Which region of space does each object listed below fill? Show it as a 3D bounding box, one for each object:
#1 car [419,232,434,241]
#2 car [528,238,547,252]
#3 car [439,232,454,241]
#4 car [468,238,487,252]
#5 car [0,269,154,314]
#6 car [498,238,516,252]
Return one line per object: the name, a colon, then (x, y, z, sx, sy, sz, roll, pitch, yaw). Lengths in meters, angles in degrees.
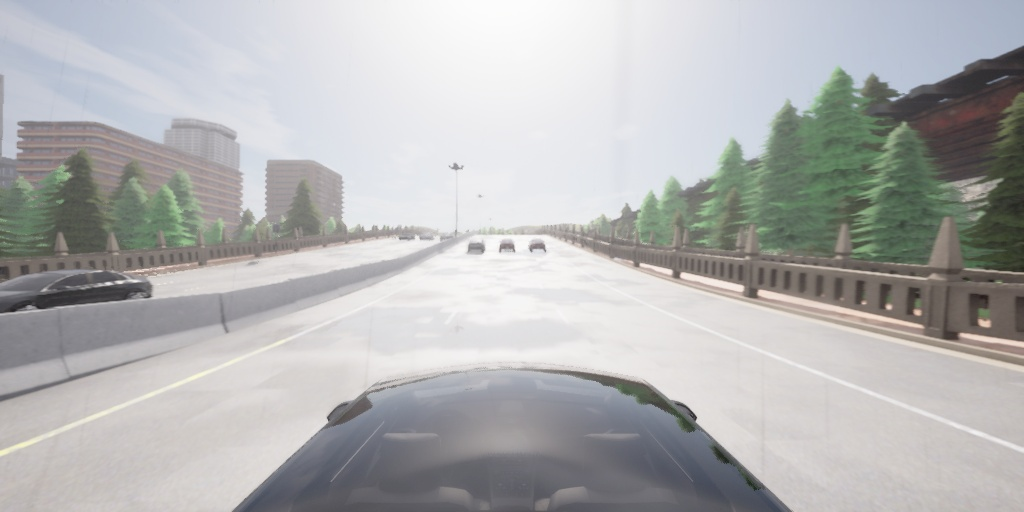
car: (-14.968, -3.458, 63.031, 2.128, 1.511, 4.902, 0, 6, 0)
car: (2.940, -1.345, 42.182, 1.812, 1.442, 4.674, 0, 6, 0)
car: (-11.472, -3.465, 62.992, 2.128, 1.511, 4.902, 0, 6, 0)
car: (-4.056, -1.322, 41.794, 2.128, 1.511, 4.902, 0, 6, 0)
car: (-14.246, 1.219, 11.287, 1.837, 1.490, 4.892, 0, 2, -1)
car: (-0.561, -1.352, 42.337, 1.812, 1.442, 4.674, 0, 6, 0)
